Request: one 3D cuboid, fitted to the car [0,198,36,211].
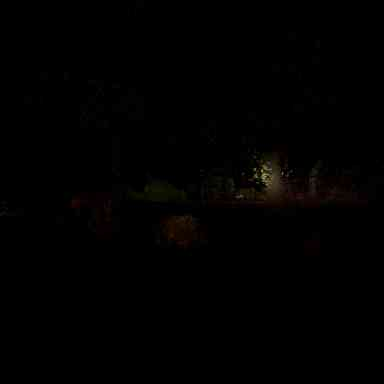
[{"bbox_3d":[-22.641,1.562,42.473,1.882,1.535,5.008,0,1,34],"label":"car"}]

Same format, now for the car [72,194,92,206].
[{"bbox_3d":[-13.219,1.301,43.936,2.150,2.045,5.566,0,0,34],"label":"car"}]

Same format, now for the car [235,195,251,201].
[{"bbox_3d":[13.013,1.716,87.802,2.128,1.511,4.902,0,0,28],"label":"car"}]

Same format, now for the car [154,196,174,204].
[{"bbox_3d":[-5.709,1.606,67.736,1.882,1.535,5.008,0,0,34],"label":"car"}]
